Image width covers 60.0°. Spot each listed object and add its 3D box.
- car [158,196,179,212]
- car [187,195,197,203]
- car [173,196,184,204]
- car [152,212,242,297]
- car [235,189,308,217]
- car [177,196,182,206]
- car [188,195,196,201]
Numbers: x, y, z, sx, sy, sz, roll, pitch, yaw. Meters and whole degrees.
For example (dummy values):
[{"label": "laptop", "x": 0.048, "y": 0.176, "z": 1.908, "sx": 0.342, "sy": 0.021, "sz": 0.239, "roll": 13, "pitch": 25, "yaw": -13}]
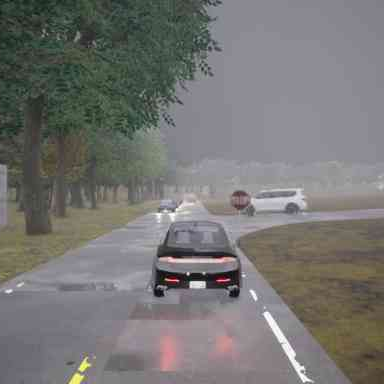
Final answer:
[{"label": "car", "x": -2.853, "y": 1.545, "z": 38.193, "sx": 1.812, "sy": 1.442, "sz": 4.674, "roll": 0, "pitch": 0, "yaw": 0}, {"label": "car", "x": -0.016, "y": 1.538, "z": 69.974, "sx": 1.882, "sy": 1.535, "sz": 5.008, "roll": 0, "pitch": 0, "yaw": 0}, {"label": "car", "x": -2.766, "y": 1.616, "z": 69.371, "sx": 2.033, "sy": 1.411, "sz": 5.357, "roll": 0, "pitch": 0, "yaw": 0}, {"label": "car", "x": 0.092, "y": 1.490, "z": 8.534, "sx": 2.128, "sy": 1.511, "sz": 4.902, "roll": 0, "pitch": 0, "yaw": 0}, {"label": "car", "x": 6.175, "y": 0.831, "z": 26.235, "sx": 5.566, "sy": 2.045, "sz": 2.150, "roll": -2, "pitch": 1, "yaw": 10}, {"label": "car", "x": -2.842, "y": 1.537, "z": 47.608, "sx": 1.837, "sy": 1.490, "sz": 4.892, "roll": 0, "pitch": 0, "yaw": 0}, {"label": "car", "x": -0.018, "y": 1.431, "z": 80.395, "sx": 1.812, "sy": 1.442, "sz": 4.674, "roll": 0, "pitch": 0, "yaw": 0}]
